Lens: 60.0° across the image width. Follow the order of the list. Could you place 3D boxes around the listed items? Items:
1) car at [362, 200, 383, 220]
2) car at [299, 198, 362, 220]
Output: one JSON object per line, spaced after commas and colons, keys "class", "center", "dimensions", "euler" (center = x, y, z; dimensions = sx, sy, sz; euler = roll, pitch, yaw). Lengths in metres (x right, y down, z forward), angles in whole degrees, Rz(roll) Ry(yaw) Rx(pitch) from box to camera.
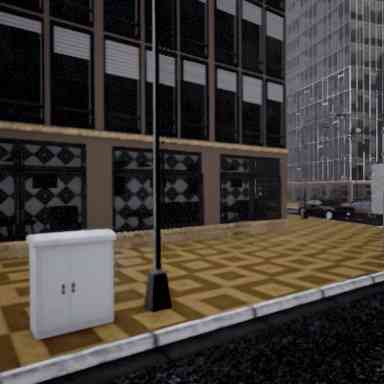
{"class": "car", "center": [13.672, 1.326, 25.999], "dimensions": [2.033, 1.411, 5.357], "euler": [-1, 1, -20]}
{"class": "car", "center": [10.416, 1.268, 26.074], "dimensions": [1.882, 1.535, 5.008], "euler": [-1, 1, -17]}
